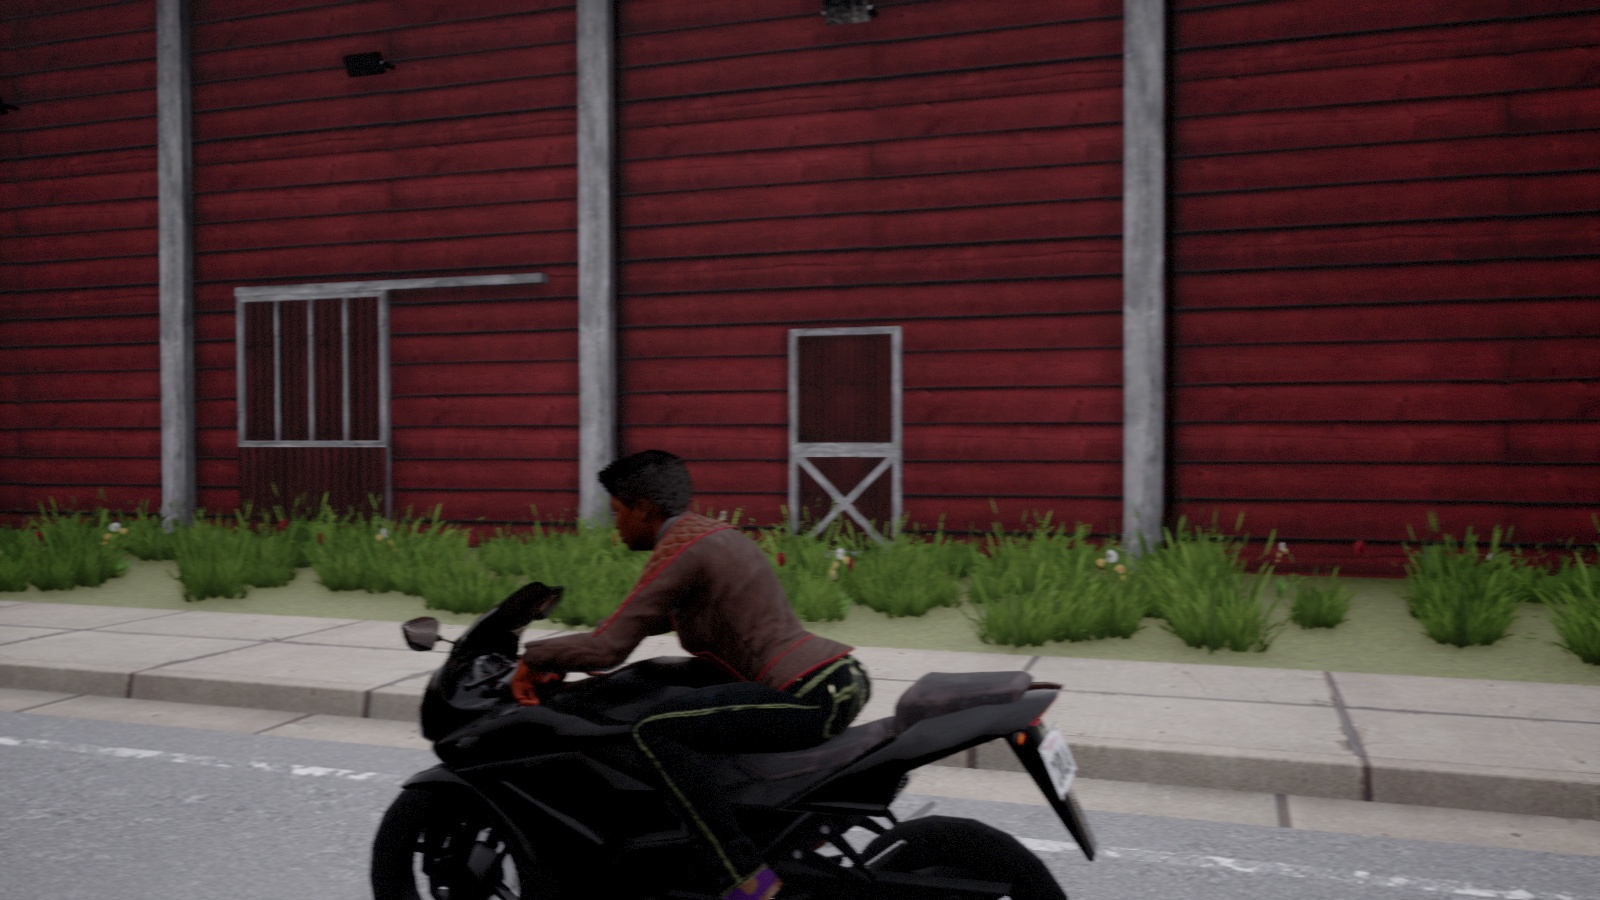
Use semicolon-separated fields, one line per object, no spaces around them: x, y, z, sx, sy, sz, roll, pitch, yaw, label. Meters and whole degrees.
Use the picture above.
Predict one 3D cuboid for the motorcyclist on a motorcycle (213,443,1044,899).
-0.440;0.754;3.341;2.044;1.523;0.797;1;1;19;motorcyclist on a motorcycle
